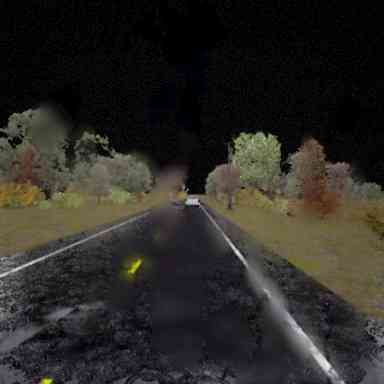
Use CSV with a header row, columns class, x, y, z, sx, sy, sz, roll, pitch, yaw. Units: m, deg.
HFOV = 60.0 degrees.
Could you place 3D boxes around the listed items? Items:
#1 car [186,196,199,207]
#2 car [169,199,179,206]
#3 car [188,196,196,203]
class,x,y,z,sx,sy,sz,roll,pitch,yaw
car,0.116,1.651,58.975,2.150,2.045,5.566,0,0,0
car,-3.483,2.026,65.923,2.033,1.411,5.357,0,0,0
car,0.024,2.053,91.639,2.097,1.767,4.553,0,-1,0
